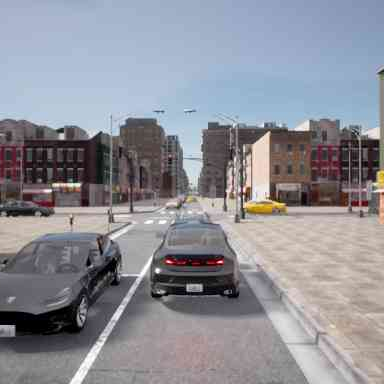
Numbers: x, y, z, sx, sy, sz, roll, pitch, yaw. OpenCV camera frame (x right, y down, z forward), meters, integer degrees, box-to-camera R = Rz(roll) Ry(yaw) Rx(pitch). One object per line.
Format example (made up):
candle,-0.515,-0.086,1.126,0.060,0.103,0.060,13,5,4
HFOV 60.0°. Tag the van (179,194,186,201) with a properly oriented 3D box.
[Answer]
van,-2.479,1.529,89.432,1.690,1.788,3.998,0,0,0

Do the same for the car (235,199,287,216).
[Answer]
car,6.718,1.498,32.741,5.008,1.535,1.882,0,0,5

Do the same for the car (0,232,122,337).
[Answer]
car,-2.622,1.567,6.819,1.947,1.339,4.313,0,0,0

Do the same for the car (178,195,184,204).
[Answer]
car,-2.547,1.604,50.193,1.887,1.381,4.507,0,0,0

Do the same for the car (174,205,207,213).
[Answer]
car,0.059,1.608,17.707,1.895,1.301,4.718,0,0,1

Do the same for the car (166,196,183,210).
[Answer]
car,-2.557,1.571,44.419,1.752,1.417,4.829,0,0,0

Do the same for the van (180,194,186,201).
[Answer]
van,-2.470,1.551,95.037,1.690,1.788,3.998,0,0,0

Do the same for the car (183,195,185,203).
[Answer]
car,-2.538,1.655,55.799,1.802,1.307,4.206,0,0,0

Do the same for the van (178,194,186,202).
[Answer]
van,-2.489,1.507,83.827,1.690,1.788,3.998,0,0,0

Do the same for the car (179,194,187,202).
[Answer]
car,-2.519,1.547,67.010,1.967,1.590,4.097,0,0,0

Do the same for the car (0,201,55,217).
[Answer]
car,-14.713,1.540,29.512,4.892,1.490,1.837,0,0,0

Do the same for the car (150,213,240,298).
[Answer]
car,0.085,1.507,8.496,1.837,1.490,4.892,0,0,1

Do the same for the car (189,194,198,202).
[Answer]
car,0.138,1.631,80.218,1.882,1.535,5.008,0,0,0

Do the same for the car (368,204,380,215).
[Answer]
car,19.532,1.556,32.346,4.181,1.385,1.994,0,0,1
